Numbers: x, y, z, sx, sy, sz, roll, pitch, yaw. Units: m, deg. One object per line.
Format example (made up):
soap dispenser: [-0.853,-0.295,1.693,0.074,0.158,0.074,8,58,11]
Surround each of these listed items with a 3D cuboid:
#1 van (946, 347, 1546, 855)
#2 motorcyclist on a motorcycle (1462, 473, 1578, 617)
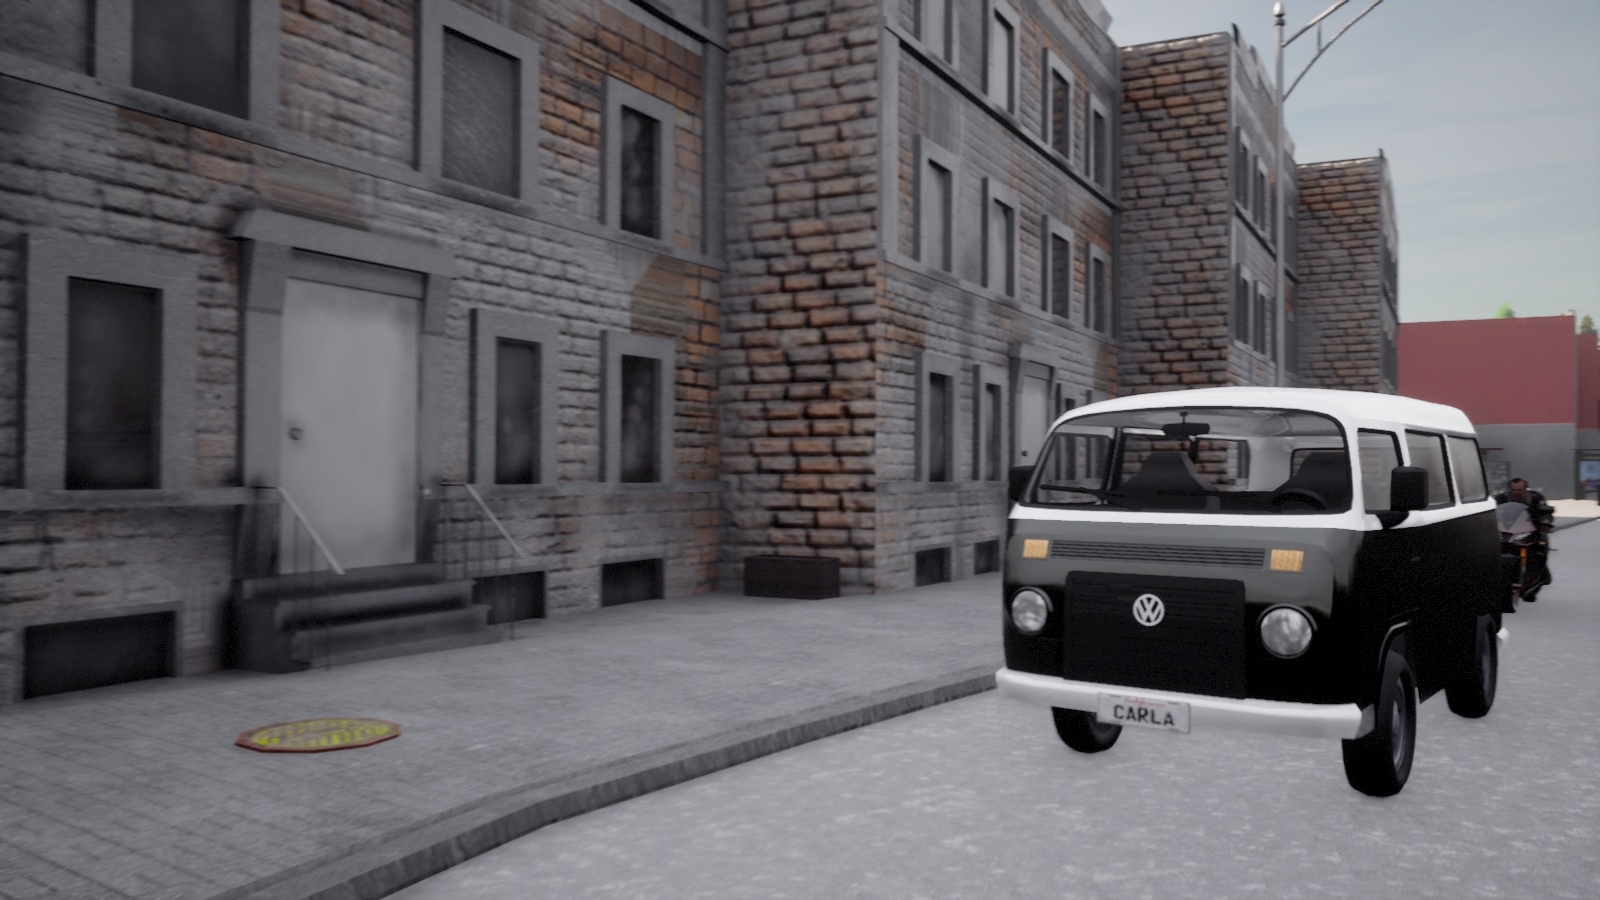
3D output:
van: [2.919,0.637,7.453,2.069,2.038,4.480,-1,-1,37]
motorcyclist on a motorcycle: [8.377,1.037,14.560,0.866,1.530,2.191,-1,-1,38]
